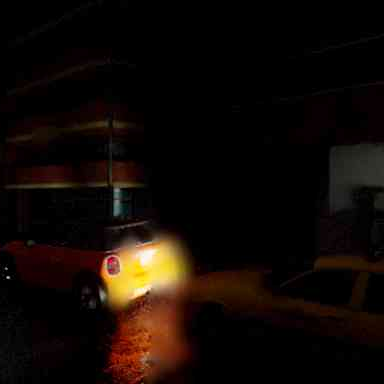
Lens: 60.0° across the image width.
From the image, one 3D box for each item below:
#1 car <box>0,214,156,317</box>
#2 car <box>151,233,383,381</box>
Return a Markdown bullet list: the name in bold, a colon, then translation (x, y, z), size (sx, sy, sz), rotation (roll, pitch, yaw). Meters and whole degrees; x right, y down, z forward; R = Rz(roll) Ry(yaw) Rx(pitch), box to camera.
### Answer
- **car**: translation (-2.613, 1.351, 7.799), size (4.553, 1.767, 2.097), rotation (0, 3, 36)
- **car**: translation (2.098, 1.494, 4.448), size (5.366, 1.575, 1.801), rotation (0, 0, 36)
